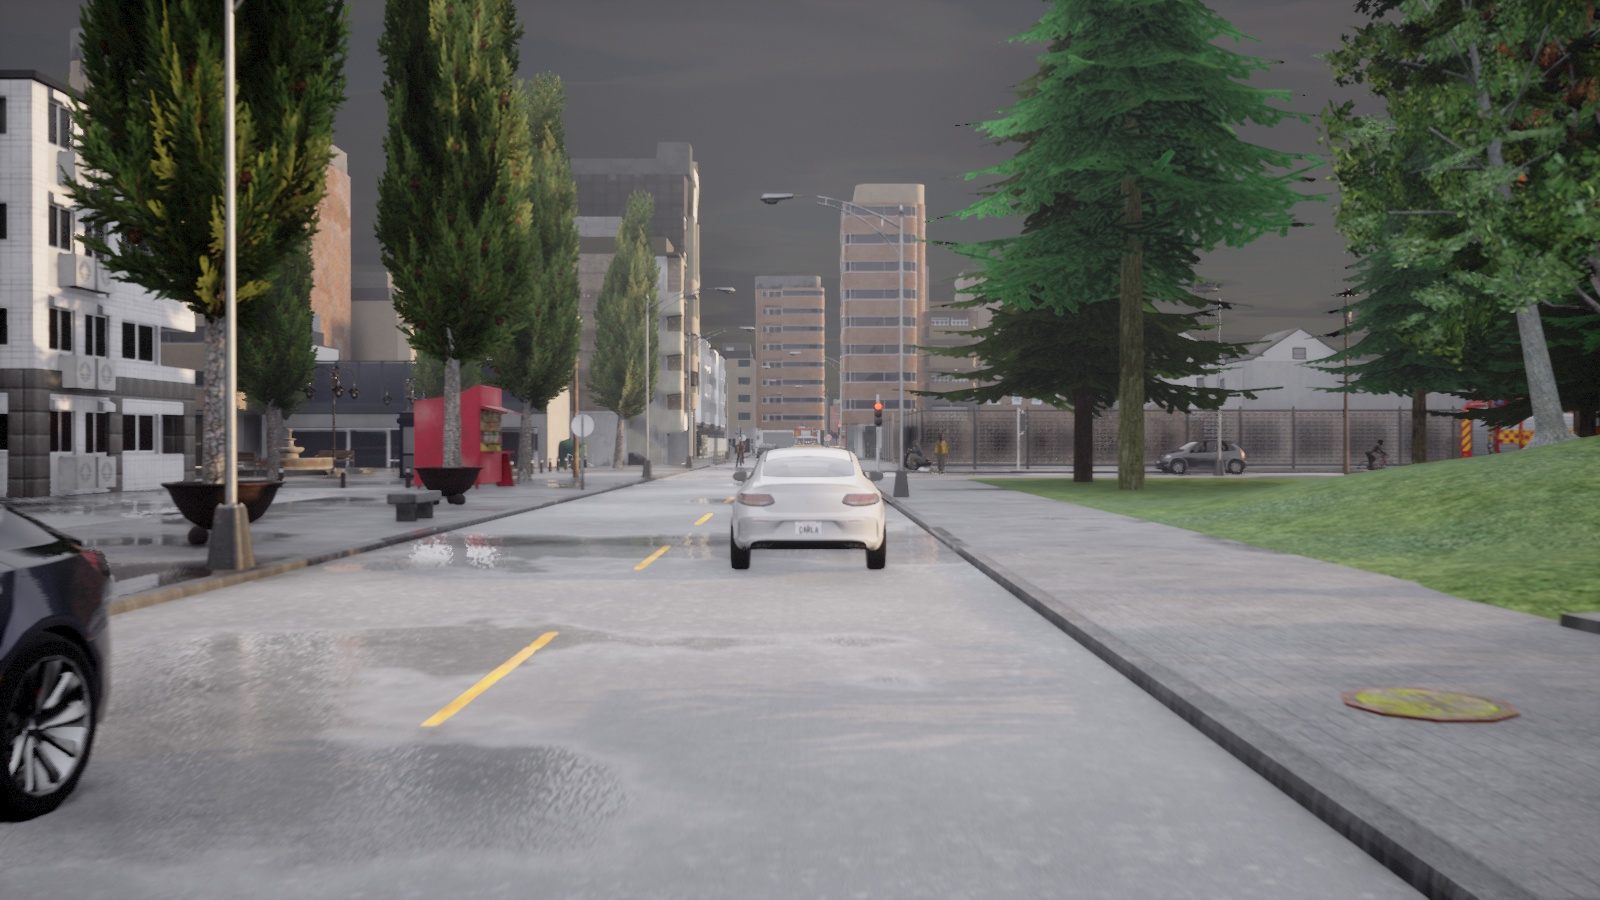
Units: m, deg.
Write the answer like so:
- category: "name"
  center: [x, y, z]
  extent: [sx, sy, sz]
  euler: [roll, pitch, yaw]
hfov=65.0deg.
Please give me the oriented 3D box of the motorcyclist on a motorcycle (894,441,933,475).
- category: "motorcyclist on a motorcycle"
  center: [5.389, 0.368, 59.592]
  extent: [1.817, 1.590, 0.866]
  euler: [0, -1, 9]

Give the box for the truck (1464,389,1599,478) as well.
- category: "truck"
  center: [34.171, -0.702, 55.215]
  extent: [8.468, 3.827, 2.891]
  euler: [0, 0, -1]

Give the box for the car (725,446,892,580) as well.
- category: "car"
  center: [0.103, 0.682, 16.012]
  extent: [1.812, 1.442, 4.674]
  euler: [0, 0, 0]

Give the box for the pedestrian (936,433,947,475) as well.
- category: "pedestrian"
  center: [6.218, 0.176, 55.184]
  extent: [0.370, 1.835, 0.726]
  euler: [0, 0, -1]

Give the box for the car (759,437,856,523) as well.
- category: "car"
  center: [0.157, 0.539, 25.919]
  extent: [1.801, 1.575, 5.366]
  euler: [0, 0, 0]

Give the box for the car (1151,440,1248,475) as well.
- category: "car"
  center: [18.847, 0.326, 59.306]
  extent: [3.988, 1.617, 1.851]
  euler: [0, 0, 0]

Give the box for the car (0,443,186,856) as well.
- category: "car"
  center: [-3.965, 0.724, 3.475]
  extent: [2.163, 1.488, 4.792]
  euler: [0, 0, 0]
